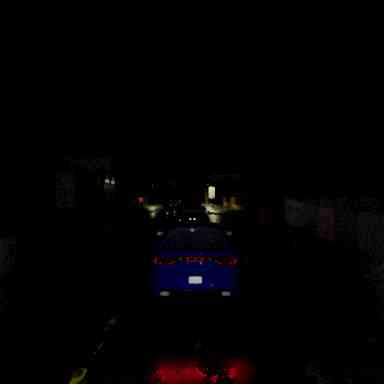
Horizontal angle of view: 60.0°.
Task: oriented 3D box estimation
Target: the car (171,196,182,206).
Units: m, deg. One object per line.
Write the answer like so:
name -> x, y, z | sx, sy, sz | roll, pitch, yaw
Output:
car -> -2.928, 1.688, 63.715 | 2.097, 1.767, 4.553 | 0, -1, 0

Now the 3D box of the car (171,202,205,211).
car -> 0.018, 1.534, 18.373 | 1.837, 1.490, 4.892 | 0, 0, 0

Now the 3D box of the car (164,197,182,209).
car -> -2.908, 1.668, 47.725 | 2.128, 1.511, 4.902 | 0, 0, 0

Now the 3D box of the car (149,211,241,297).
car -> 0.068, 1.485, 8.643 | 1.882, 1.535, 5.008 | 0, 0, 0
